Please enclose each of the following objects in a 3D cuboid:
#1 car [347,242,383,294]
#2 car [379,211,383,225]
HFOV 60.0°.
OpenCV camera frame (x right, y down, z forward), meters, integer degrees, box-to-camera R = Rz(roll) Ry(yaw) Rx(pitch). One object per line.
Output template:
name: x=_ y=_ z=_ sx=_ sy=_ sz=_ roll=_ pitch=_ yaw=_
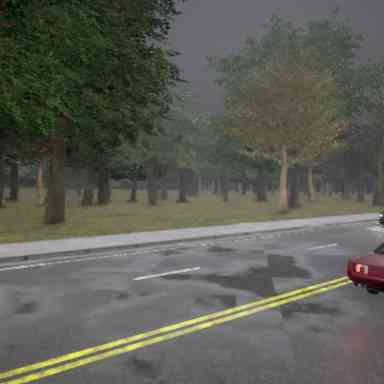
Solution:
car: x=5.562 y=1.554 z=7.403 sx=4.718 sy=1.301 sz=1.895 roll=0 pitch=0 yaw=-35
car: x=14.062 y=1.381 z=21.687 sx=4.892 sy=1.490 sz=1.837 roll=0 pitch=0 yaw=-35
